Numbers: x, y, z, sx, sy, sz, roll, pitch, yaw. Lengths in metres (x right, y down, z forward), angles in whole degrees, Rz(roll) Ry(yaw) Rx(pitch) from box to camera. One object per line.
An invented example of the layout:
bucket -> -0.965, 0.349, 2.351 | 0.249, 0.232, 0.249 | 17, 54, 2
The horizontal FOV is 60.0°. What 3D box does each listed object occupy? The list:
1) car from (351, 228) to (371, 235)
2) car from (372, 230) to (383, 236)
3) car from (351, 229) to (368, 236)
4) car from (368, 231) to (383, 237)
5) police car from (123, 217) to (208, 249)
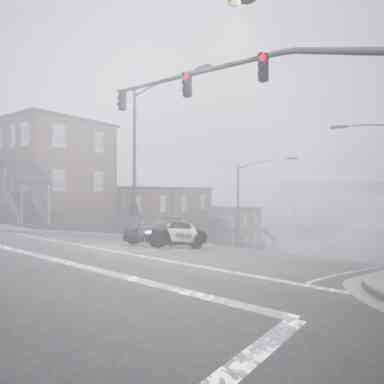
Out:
car -> 39.188, 9.152, 77.114 | 1.853, 1.218, 4.536 | 0, 0, -9
car -> 42.912, 9.173, 74.268 | 4.536, 1.218, 1.853 | 0, 0, 1
car -> 39.196, 9.309, 77.064 | 2.038, 1.542, 4.974 | 0, 0, -9
car -> 42.860, 9.330, 74.269 | 4.974, 1.542, 2.038 | 0, 0, 1
police car -> -1.297, 2.087, 17.229 | 2.038, 1.542, 4.974 | 0, -8, 38
